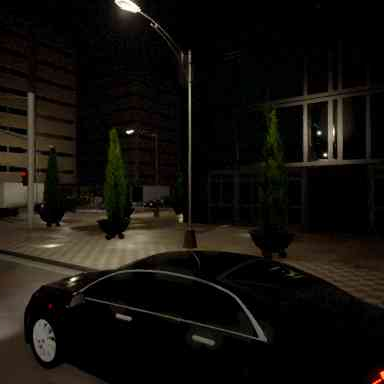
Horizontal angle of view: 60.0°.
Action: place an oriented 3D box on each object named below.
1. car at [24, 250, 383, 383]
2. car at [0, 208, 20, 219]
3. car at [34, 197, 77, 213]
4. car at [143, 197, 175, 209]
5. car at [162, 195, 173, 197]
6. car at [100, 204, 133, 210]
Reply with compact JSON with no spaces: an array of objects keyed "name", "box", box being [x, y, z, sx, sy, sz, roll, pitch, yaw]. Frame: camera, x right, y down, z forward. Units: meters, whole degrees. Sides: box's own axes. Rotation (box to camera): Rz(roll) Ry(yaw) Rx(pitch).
[{"name":"car","box":[-0.164,1.505,4.106,4.892,1.490,1.837,0,0,36]},{"name":"car","box":[-16.890,1.659,27.369,1.895,1.301,4.718,0,0,35]},{"name":"car","box":[-14.986,1.407,36.498,2.097,1.767,4.553,0,0,35]},{"name":"car","box":[-4.366,1.656,45.156,1.895,1.301,4.718,0,0,36]},{"name":"car","box":[-4.100,1.407,51.926,2.097,1.767,4.553,0,0,35]},{"name":"car","box":[-9.865,1.581,43.750,1.812,1.442,4.674,0,0,35]}]
